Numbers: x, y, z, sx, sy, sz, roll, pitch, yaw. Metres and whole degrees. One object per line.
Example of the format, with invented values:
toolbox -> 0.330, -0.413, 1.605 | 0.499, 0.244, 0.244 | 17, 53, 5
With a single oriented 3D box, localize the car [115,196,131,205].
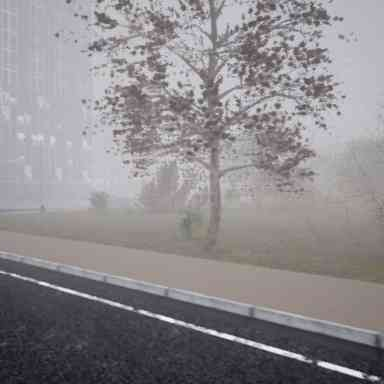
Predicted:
car -> -13.328, 1.579, 59.888 | 1.882, 1.535, 5.008 | -1, -1, 38
